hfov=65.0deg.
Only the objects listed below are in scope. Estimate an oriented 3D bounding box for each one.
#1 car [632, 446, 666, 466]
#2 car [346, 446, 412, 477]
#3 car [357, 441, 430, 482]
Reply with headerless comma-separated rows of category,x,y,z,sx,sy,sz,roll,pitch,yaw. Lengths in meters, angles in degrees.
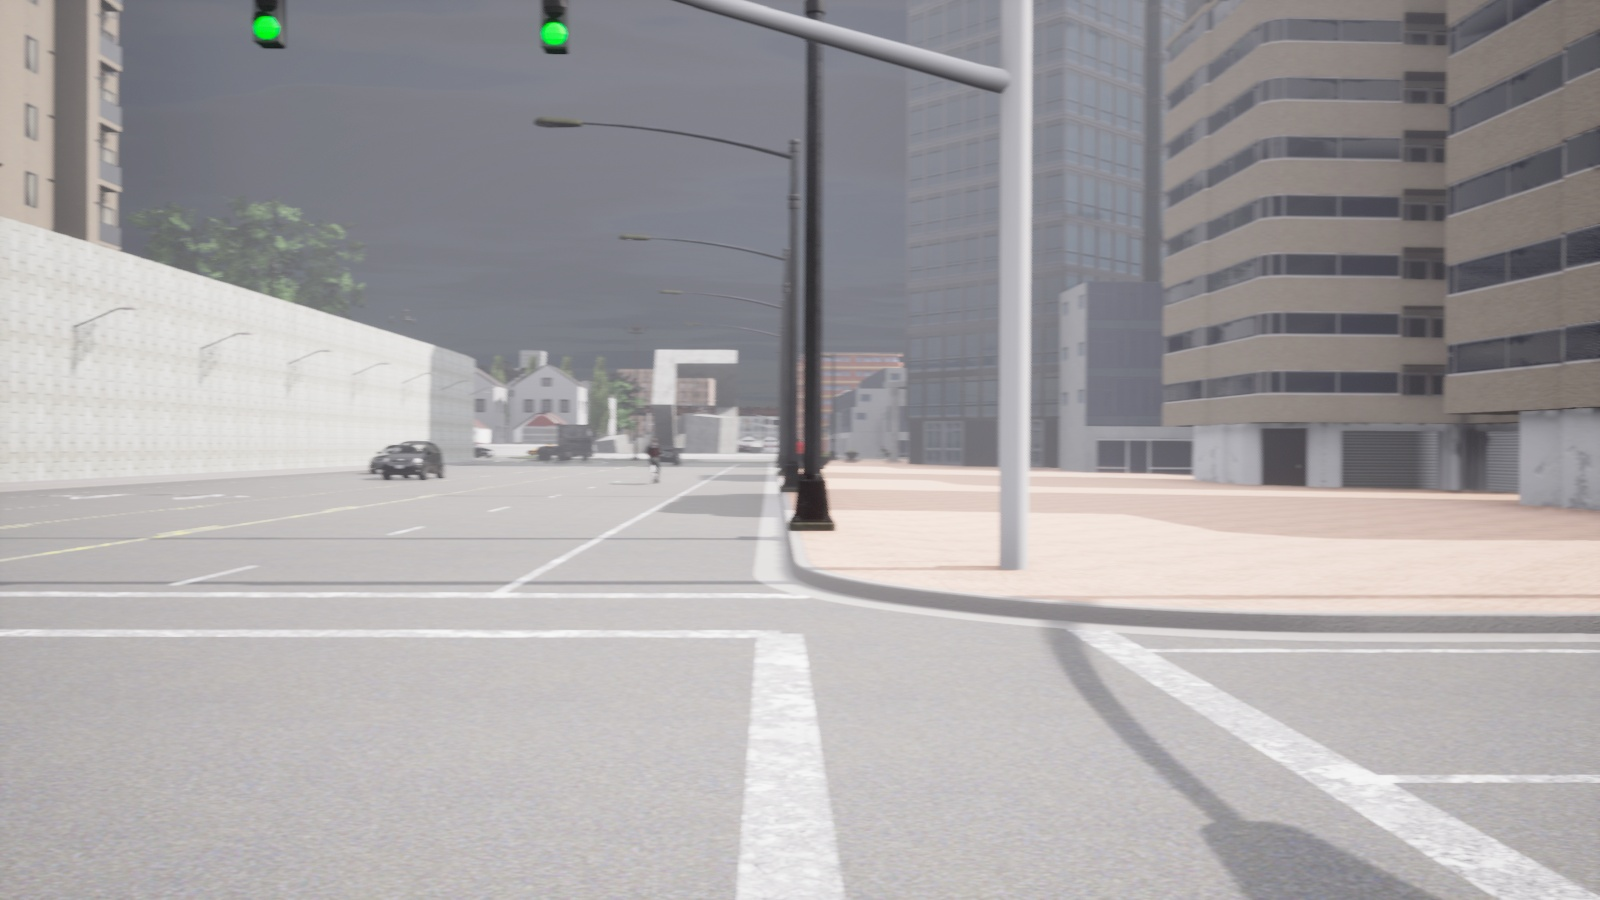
car,-11.258,0.427,93.944,2.163,1.488,4.792,0,0,-2
car,-20.666,0.544,61.865,1.812,1.442,4.674,0,0,-2
car,-16.829,0.453,52.127,1.851,1.617,3.988,0,0,-2
